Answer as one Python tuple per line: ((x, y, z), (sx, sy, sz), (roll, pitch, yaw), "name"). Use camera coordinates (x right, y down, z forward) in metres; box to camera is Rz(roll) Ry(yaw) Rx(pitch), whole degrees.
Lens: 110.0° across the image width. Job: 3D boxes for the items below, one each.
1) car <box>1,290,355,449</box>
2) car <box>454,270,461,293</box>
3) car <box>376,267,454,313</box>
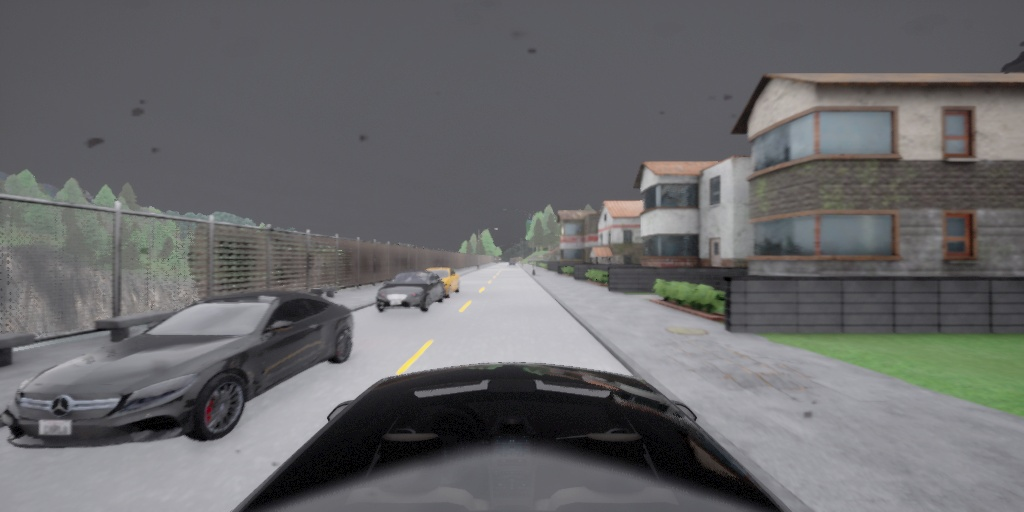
((-4.094, 1.308, 5.551), (1.812, 1.442, 4.674), (0, -1, 0), "car")
((-4.053, 1.386, 19.826), (1.882, 1.535, 5.008), (0, 0, 0), "car")
((-3.989, 1.356, 14.839), (2.128, 1.511, 4.902), (0, 0, 0), "car")
